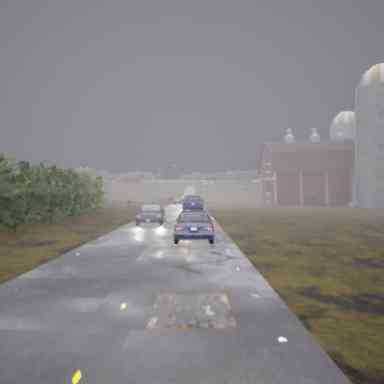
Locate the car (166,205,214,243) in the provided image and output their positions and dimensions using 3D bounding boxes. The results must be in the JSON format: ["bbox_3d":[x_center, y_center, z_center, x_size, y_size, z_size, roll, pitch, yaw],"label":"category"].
[{"bbox_3d":[0.097,1.572,16.172,2.033,1.411,5.357,0,0,0],"label":"car"}]

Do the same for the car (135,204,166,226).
[{"bbox_3d":[-2.843,1.579,23.856,1.812,1.442,4.674,0,0,0],"label":"car"}]

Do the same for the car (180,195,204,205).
[{"bbox_3d":[0.107,1.341,35.682,2.150,2.045,5.566,0,0,0],"label":"car"}]

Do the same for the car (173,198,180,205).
[{"bbox_3d":[-2.739,1.871,65.248,2.033,1.411,5.357,0,0,0],"label":"car"}]
